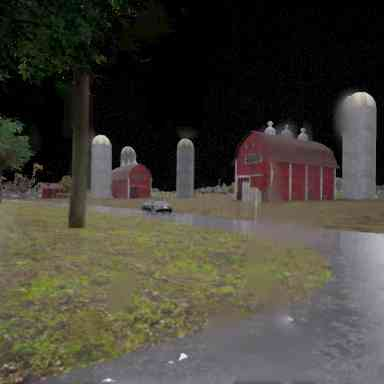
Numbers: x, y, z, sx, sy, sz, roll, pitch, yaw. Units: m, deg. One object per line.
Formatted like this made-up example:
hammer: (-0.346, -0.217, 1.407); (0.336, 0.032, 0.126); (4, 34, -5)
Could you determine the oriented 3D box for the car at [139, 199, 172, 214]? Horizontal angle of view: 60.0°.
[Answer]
car: (-3.748, 1.436, 34.029); (1.994, 1.385, 4.181); (1, -1, -35)
